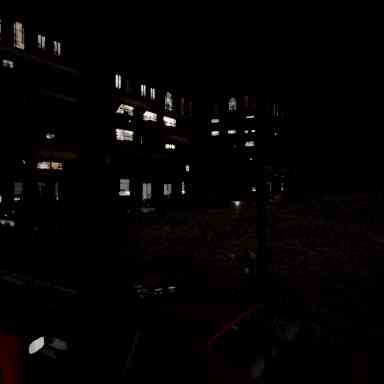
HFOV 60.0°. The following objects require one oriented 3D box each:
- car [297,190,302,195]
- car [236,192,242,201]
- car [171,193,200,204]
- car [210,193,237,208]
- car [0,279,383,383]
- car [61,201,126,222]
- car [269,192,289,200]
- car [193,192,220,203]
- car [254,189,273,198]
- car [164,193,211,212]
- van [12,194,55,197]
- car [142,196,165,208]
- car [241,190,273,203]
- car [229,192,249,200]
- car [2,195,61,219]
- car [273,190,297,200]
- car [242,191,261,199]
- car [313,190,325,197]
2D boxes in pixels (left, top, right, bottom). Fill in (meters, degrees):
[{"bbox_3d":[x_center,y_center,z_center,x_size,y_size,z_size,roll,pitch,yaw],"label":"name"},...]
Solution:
[{"bbox_3d":[27.682,0.116,87.990,1.887,1.381,4.507,2,2,35],"label":"car"},{"bbox_3d":[7.792,0.736,54.620,1.812,1.442,4.674,1,1,35],"label":"car"},{"bbox_3d":[-0.886,0.911,46.809,1.947,1.339,4.313,2,2,35],"label":"car"},{"bbox_3d":[2.824,1.051,37.456,2.008,1.369,4.403,2,2,35],"label":"car"},{"bbox_3d":[-0.314,1.545,3.089,4.507,1.381,1.887,0,0,36],"label":"car"},{"bbox_3d":[-6.698,1.329,23.730,1.947,1.339,4.313,2,2,35],"label":"car"},{"bbox_3d":[16.010,0.662,61.032,1.895,1.301,4.718,1,1,35],"label":"car"},{"bbox_3d":[2.288,0.809,51.384,2.008,1.369,4.403,2,2,35],"label":"car"},{"bbox_3d":[14.988,0.228,69.681,2.192,1.841,5.009,2,2,35],"label":"car"},{"bbox_3d":[-0.350,1.133,32.880,1.887,1.381,4.507,2,2,35],"label":"car"},{"bbox_3d":[-13.581,1.036,28.500,1.690,1.788,3.998,2,2,35],"label":"van"},{"bbox_3d":[-3.532,1.097,38.469,1.895,1.301,4.718,1,1,35],"label":"car"},{"bbox_3d":[9.173,0.877,46.608,2.008,1.369,4.403,2,2,35],"label":"car"},{"bbox_3d":[8.636,0.651,60.536,1.947,1.339,4.313,2,2,35],"label":"car"},{"bbox_3d":[-11.915,1.276,26.362,2.033,1.411,5.357,1,1,36],"label":"car"},{"bbox_3d":[15.619,0.676,55.899,1.752,1.417,4.829,2,2,35],"label":"car"},{"bbox_3d":[11.714,0.527,64.971,1.752,1.417,4.829,2,2,35],"label":"car"},{"bbox_3d":[28.898,0.260,75.639,1.882,1.535,5.008,1,1,35],"label":"car"}]
